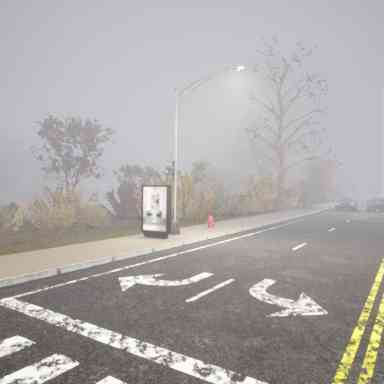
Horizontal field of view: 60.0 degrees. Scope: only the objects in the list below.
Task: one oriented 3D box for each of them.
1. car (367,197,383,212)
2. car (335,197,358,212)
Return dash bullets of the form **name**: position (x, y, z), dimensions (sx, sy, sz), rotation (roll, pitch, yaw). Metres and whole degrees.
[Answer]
- **car**: position (21.360, 1.393, 38.233), dimensions (2.097, 1.767, 4.553), rotation (0, 0, 30)
- **car**: position (18.550, 1.390, 39.865), dimensions (2.097, 1.767, 4.553), rotation (0, 0, 30)
